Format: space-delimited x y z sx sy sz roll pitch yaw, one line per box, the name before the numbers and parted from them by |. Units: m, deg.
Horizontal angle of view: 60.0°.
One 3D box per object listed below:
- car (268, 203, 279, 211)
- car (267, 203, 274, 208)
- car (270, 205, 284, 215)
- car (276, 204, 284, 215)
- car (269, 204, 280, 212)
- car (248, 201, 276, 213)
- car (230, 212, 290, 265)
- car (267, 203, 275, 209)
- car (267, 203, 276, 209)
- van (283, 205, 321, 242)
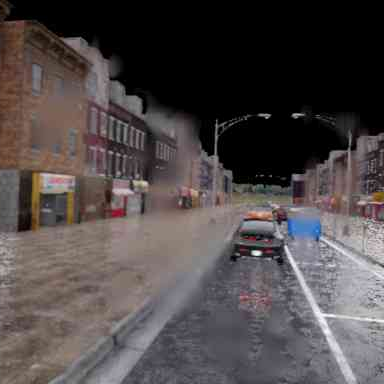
car | 16.699 3.100 68.481 2.008 1.369 4.403 1 -1 12
car | 21.208 3.594 90.141 1.802 1.307 4.206 1 -1 12
car | 13.316 2.787 52.235 1.802 1.307 4.206 1 -1 12
car | 8.811 2.063 30.579 2.192 1.841 5.009 1 -1 12
car | 15.606 2.963 63.233 1.752 1.417 4.829 1 -1 12
car | 5.918 1.959 29.024 2.097 1.767 4.553 2 -1 12
car | 2.602 1.776 13.127 1.837 1.490 4.892 2 -1 12
car | 20.081 3.462 84.726 1.947 1.339 4.313 1 -1 12
car | 18.953 3.347 79.311 1.947 1.339 4.313 1 -1 12
van | 6.556 1.861 19.748 1.690 1.788 3.998 1 -1 12
